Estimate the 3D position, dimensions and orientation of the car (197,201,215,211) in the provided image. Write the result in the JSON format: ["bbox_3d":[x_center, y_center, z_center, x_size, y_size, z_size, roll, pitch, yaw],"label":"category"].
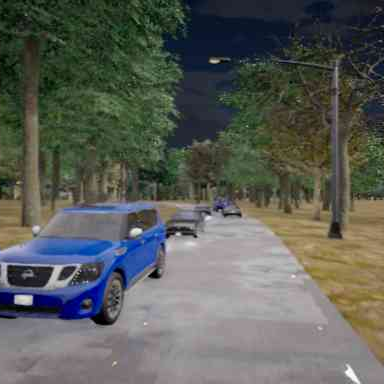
[{"bbox_3d":[1.314,2.005,39.270,2.033,1.411,5.357,0,0,1],"label":"car"}]

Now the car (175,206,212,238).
[{"bbox_3d":[-0.290,1.798,19.595,2.033,1.411,5.357,0,-1,9],"label":"car"}]

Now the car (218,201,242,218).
[{"bbox_3d":[4.298,2.021,36.364,1.994,1.385,4.181,0,0,1],"label":"car"}]

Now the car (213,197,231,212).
[{"bbox_3d":[4.187,1.751,46.374,2.150,2.045,5.566,0,0,-4],"label":"car"}]

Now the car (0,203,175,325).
[{"bbox_3d":[-2.107,1.307,7.735,2.150,2.045,5.566,0,-1,9],"label":"car"}]
